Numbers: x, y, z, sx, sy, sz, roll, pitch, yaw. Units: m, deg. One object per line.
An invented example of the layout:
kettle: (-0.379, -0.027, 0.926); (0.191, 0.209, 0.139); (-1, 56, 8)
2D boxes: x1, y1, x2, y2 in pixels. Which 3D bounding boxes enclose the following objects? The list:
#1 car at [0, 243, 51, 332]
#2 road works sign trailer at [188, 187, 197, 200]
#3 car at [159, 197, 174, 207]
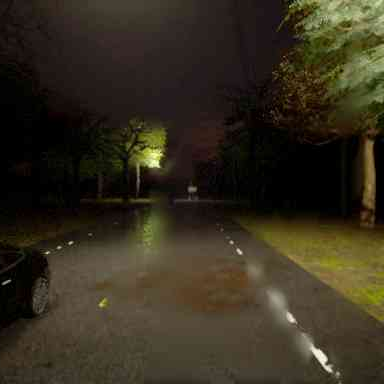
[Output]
car: (-3.602, 1.509, 4.646); (1.812, 1.442, 4.674); (0, 0, 0)
road works sign trailer: (0.148, 0.328, 93.138); (2.380, 3.560, 2.880); (0, 0, -8)
car: (-3.602, 1.430, 48.086); (2.033, 1.411, 5.357); (0, 0, 0)
